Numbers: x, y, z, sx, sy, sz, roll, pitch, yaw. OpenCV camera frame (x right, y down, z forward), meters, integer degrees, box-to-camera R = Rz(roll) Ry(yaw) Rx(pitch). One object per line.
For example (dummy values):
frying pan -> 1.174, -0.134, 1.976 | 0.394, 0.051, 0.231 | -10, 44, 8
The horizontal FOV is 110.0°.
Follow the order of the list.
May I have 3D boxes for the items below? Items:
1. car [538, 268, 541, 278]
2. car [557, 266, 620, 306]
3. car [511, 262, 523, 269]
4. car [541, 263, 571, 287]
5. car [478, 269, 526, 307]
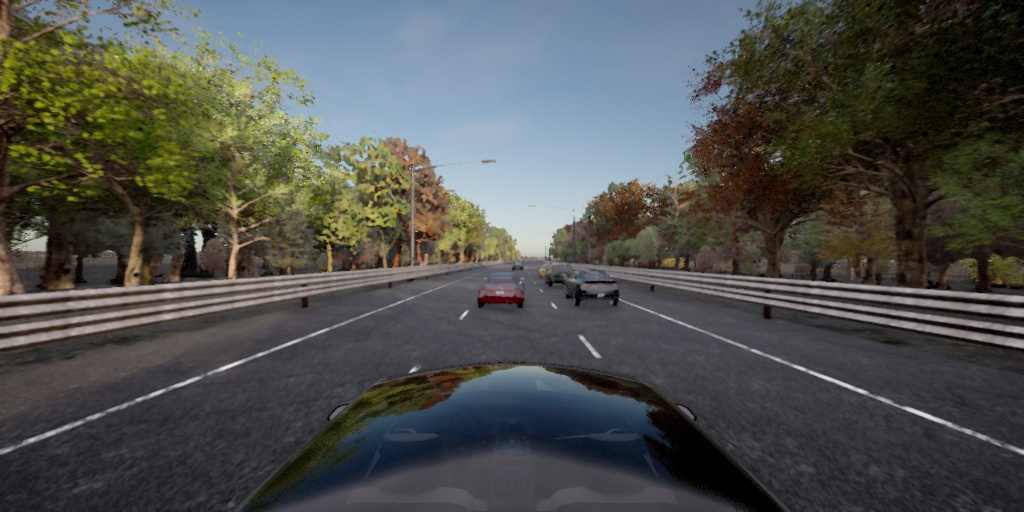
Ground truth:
car -> 3.838, 1.571, 38.793 | 1.801, 1.575, 5.366 | 0, -1, 1
car -> 3.558, 1.391, 16.695 | 2.128, 1.511, 4.902 | 0, -1, 0
car -> 0.998, 1.882, 64.431 | 1.812, 1.442, 4.674 | 0, 0, 2
car -> 3.668, 1.359, 27.621 | 2.097, 1.767, 4.553 | 0, -1, 1
car -> -0.382, 1.460, 16.408 | 1.994, 1.385, 4.181 | 0, 0, 3
